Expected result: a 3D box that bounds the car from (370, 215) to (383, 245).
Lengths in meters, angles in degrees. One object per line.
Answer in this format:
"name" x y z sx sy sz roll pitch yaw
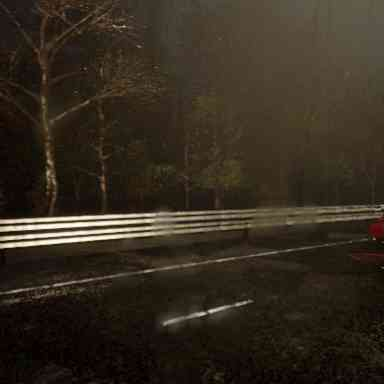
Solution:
"car" 9.654 1.454 14.175 5.008 1.535 1.882 0 0 -32
